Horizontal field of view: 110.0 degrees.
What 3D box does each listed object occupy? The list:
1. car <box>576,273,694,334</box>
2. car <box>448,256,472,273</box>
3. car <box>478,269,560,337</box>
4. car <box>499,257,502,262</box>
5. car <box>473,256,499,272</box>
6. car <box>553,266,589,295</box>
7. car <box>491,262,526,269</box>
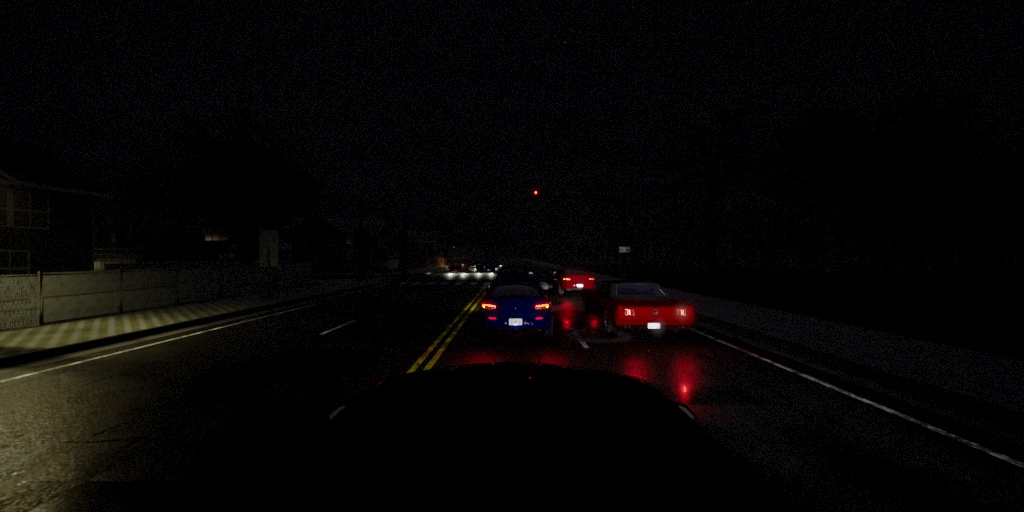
[{"bbox_3d":[3.342,1.351,10.623,1.895,1.301,4.718,0,0,0],"label":"car"},{"bbox_3d":[-6.562,1.094,44.114,2.097,1.767,4.553,0,0,0],"label":"car"},{"bbox_3d":[0.090,1.275,10.143,1.812,1.442,4.674,0,0,0],"label":"car"},{"bbox_3d":[-3.281,1.274,60.649,2.033,1.411,5.357,0,0,0],"label":"car"},{"bbox_3d":[-3.300,0.958,46.108,2.150,2.045,5.566,0,0,1],"label":"car"},{"bbox_3d":[3.324,1.275,19.731,1.812,1.442,4.674,0,0,0],"label":"car"},{"bbox_3d":[0.071,1.254,19.404,1.837,1.490,4.892,0,0,0],"label":"car"}]
